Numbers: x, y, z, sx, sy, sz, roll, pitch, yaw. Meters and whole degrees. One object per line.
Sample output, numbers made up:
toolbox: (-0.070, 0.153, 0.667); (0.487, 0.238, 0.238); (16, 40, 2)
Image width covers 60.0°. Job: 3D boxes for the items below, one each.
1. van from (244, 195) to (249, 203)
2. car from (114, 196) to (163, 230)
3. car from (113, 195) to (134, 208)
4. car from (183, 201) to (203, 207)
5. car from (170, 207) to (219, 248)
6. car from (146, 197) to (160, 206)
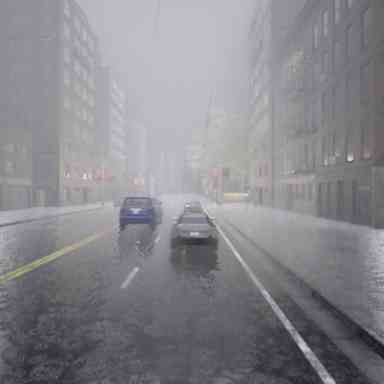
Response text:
van: (12.162, 1.457, 65.188); (3.998, 1.788, 1.690); (0, 0, 1)
car: (-3.151, 1.235, 21.335); (2.150, 2.045, 5.566); (0, 0, 0)
car: (-9.814, 1.388, 48.185); (2.097, 1.767, 4.553); (0, 0, 0)
car: (0.098, 1.571, 32.795); (2.033, 1.411, 5.357); (0, 0, 0)
car: (0.098, 1.573, 14.766); (1.994, 1.385, 4.181); (0, 0, 0)
car: (-6.517, 1.551, 55.790); (1.837, 1.490, 4.892); (0, -1, 0)
